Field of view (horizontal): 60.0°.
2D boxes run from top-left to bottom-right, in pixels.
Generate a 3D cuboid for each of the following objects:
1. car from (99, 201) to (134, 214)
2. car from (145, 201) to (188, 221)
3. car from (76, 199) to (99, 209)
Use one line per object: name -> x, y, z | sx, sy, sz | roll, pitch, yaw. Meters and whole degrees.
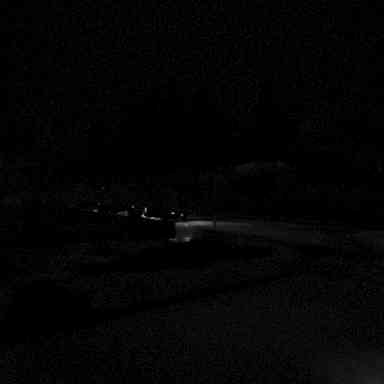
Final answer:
car -> -7.960, 1.634, 35.768 | 1.895, 1.301, 4.718 | 0, 0, -35
car -> -2.189, 1.538, 27.665 | 1.837, 1.490, 4.892 | 0, 0, -35
car -> -13.777, 1.633, 43.967 | 1.895, 1.301, 4.718 | 0, 0, -35
